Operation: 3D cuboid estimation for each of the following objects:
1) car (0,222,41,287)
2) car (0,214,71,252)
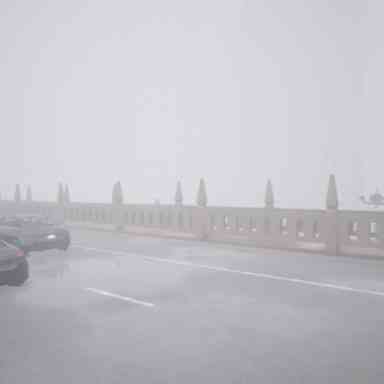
[{"bbox_3d":[-5.867,1.563,8.157,4.181,1.385,1.994,0,0,35],"label":"car"},{"bbox_3d":[-6.640,1.562,13.004,4.181,1.385,1.994,0,0,35],"label":"car"}]
